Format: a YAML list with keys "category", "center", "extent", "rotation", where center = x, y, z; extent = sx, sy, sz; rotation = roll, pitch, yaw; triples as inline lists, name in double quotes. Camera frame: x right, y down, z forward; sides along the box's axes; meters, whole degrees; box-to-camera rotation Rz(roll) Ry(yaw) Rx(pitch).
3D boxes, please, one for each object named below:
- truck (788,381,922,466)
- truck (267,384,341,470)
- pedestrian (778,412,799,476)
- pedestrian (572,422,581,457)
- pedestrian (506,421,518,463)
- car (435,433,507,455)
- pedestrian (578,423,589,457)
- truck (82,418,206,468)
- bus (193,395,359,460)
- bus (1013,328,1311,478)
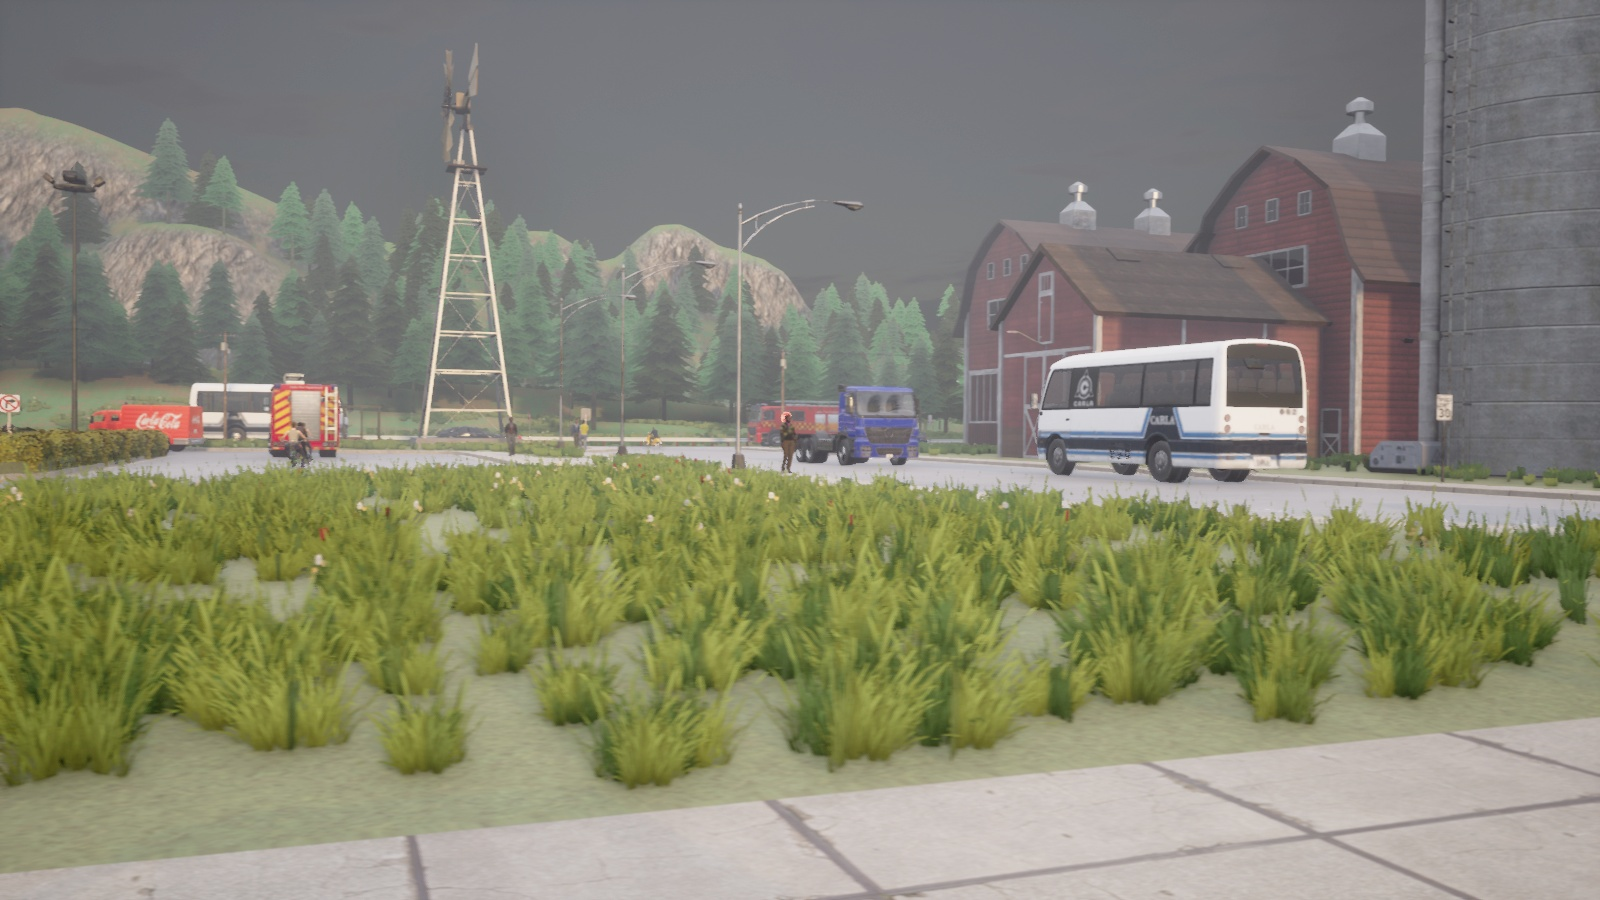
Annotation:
- category: "truck"
  center: [2.257, -1.145, 55.012]
  extent: [2.891, 3.462, 7.936]
  rotation: [-1, 1, -21]
- category: "truck"
  center: [-23.982, -1.097, 60.476]
  extent: [2.891, 3.827, 8.468]
  rotation: [-1, 1, -24]
- category: "pedestrian"
  center: [-0.350, -0.193, 38.360]
  extent: [0.395, 1.930, 0.692]
  rotation: [-1, 1, -22]
- category: "pedestrian"
  center: [-12.721, -0.604, 71.600]
  extent: [0.423, 1.949, 0.788]
  rotation: [-1, 1, -13]
- category: "pedestrian"
  center: [-13.176, -0.361, 57.372]
  extent: [0.402, 1.930, 0.666]
  rotation: [-1, 1, -21]
- category: "car"
  center: [-23.816, -0.446, 90.963]
  extent: [4.892, 1.490, 1.837]
  rotation: [-1, 1, -20]
- category: "pedestrian"
  center: [-11.809, -0.561, 68.402]
  extent: [0.354, 1.836, 0.706]
  rotation: [-1, 1, -29]
- category: "truck"
  center: [-34.509, -0.387, 66.218]
  extent: [5.204, 2.467, 2.627]
  rotation: [-1, 1, -7]
- category: "bus"
  center: [-35.904, -1.603, 86.531]
  extent: [10.273, 4.253, 3.944]
  rotation: [-1, 1, -20]
- category: "bus"
  center: [11.364, -1.416, 41.101]
  extent: [3.944, 4.253, 10.273]
  rotation: [-1, 1, -21]
